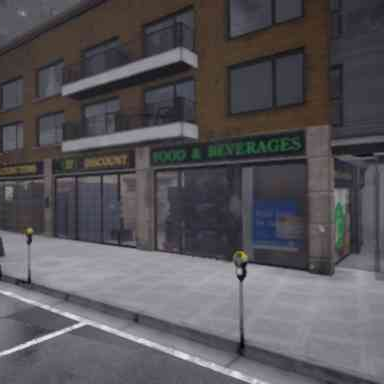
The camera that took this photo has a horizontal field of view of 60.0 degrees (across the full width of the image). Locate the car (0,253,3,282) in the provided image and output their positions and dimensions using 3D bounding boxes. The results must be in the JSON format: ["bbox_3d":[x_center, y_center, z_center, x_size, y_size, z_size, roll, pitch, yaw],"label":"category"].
[{"bbox_3d":[-6.654,1.373,8.142,4.553,1.767,2.097,0,0,36],"label":"car"}]
